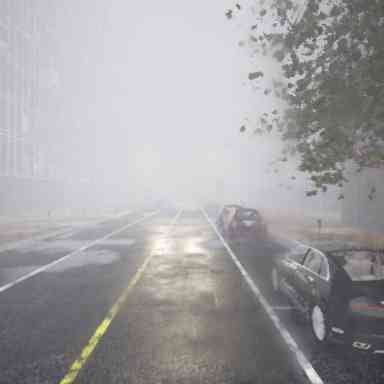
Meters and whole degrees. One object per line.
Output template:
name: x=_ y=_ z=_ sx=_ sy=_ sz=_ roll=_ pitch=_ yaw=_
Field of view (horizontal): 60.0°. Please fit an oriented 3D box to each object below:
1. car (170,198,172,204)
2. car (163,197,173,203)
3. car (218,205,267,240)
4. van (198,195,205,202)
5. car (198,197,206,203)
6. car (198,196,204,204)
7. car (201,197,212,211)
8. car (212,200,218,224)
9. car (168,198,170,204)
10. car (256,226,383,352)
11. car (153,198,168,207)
car: x=-5.717 y=1.955 z=74.523 sx=1.887 sy=1.381 sz=4.507 roll=0 pitch=0 yaw=0
car: x=-5.720 y=2.001 z=80.216 sx=1.947 sy=1.339 sz=4.313 roll=0 pitch=0 yaw=0
car: x=2.685 y=1.550 z=17.596 sx=1.967 sy=1.590 sz=4.097 roll=0 pitch=0 yaw=0
van: x=2.657 y=1.825 z=91.597 sx=1.690 sy=1.788 sz=3.998 roll=0 pitch=0 yaw=0
car: x=2.659 y=2.026 z=85.902 sx=1.947 sy=1.339 sz=4.313 roll=0 pitch=0 yaw=0
car: x=2.667 y=1.922 z=63.134 sx=1.947 sy=1.339 sz=4.313 roll=0 pitch=0 yaw=0
car: x=2.674 y=1.816 z=46.057 sx=1.887 sy=1.381 sz=4.507 roll=0 pitch=0 yaw=0
car: x=2.682 y=1.584 z=23.288 sx=1.967 sy=1.590 sz=4.097 roll=0 pitch=0 yaw=0
car: x=-5.713 y=1.939 z=63.138 sx=1.802 sy=1.307 sz=4.206 roll=0 pitch=0 yaw=0
car: x=2.689 y=1.592 z=6.211 sx=2.008 sy=1.369 sz=4.403 roll=0 pitch=0 yaw=0
car: x=-5.711 y=1.874 z=57.445 sx=1.887 sy=1.381 sz=4.507 roll=0 pitch=0 yaw=0
